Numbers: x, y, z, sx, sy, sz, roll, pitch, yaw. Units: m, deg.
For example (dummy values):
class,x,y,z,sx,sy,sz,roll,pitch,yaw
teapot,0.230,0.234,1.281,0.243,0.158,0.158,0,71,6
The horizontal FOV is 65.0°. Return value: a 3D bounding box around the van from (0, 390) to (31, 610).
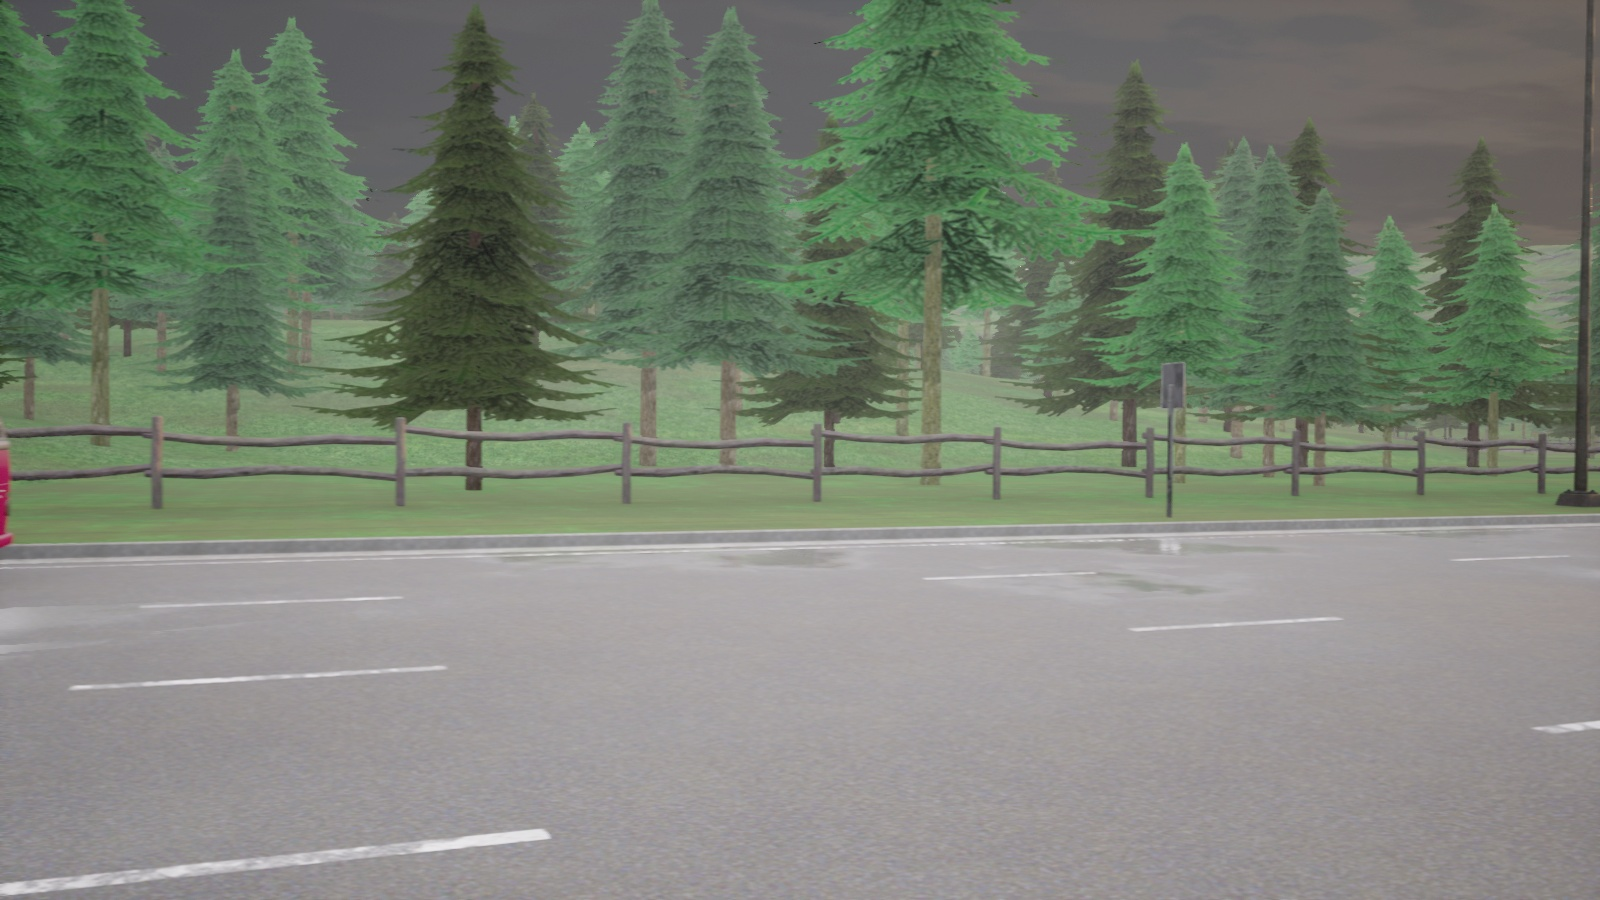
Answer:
class,x,y,z,sx,sy,sz,roll,pitch,yaw
van,-9.435,0.476,10.885,4.442,1.987,1.775,-1,1,-21
